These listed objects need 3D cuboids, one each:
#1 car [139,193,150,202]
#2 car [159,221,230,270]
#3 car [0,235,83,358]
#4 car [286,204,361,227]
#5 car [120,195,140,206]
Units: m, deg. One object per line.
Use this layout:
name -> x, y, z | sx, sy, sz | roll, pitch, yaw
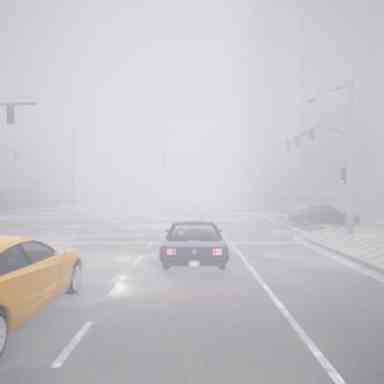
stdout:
car -> -10.388, 1.196, 72.000 | 2.150, 2.045, 5.566 | 0, 0, 1
car -> 0.055, 1.596, 10.936 | 1.895, 1.301, 4.718 | 0, 0, 0
car -> -3.457, 1.475, 5.726 | 1.882, 1.535, 5.008 | 0, 0, 0
car -> 8.624, 1.519, 22.038 | 4.674, 1.442, 1.812 | 0, 0, 0
car -> -10.660, 1.526, 56.271 | 2.033, 1.411, 5.357 | 0, 0, 1
